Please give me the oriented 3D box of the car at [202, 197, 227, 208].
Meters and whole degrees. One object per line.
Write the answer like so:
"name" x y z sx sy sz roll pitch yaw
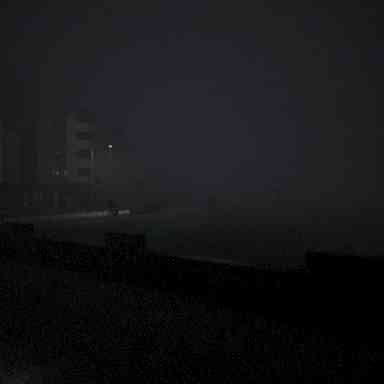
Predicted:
"car" 3.496 1.485 51.387 2.097 1.767 4.553 0 0 36

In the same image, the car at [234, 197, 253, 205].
"car" 9.290 1.624 59.571 2.128 1.511 4.902 0 0 36

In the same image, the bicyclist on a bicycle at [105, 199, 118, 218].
"bicyclist on a bicycle" -7.106 1.460 29.252 1.656 1.620 0.582 -1 0 36

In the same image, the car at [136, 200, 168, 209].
"car" -5.498 1.753 45.923 1.895 1.301 4.718 0 0 36
